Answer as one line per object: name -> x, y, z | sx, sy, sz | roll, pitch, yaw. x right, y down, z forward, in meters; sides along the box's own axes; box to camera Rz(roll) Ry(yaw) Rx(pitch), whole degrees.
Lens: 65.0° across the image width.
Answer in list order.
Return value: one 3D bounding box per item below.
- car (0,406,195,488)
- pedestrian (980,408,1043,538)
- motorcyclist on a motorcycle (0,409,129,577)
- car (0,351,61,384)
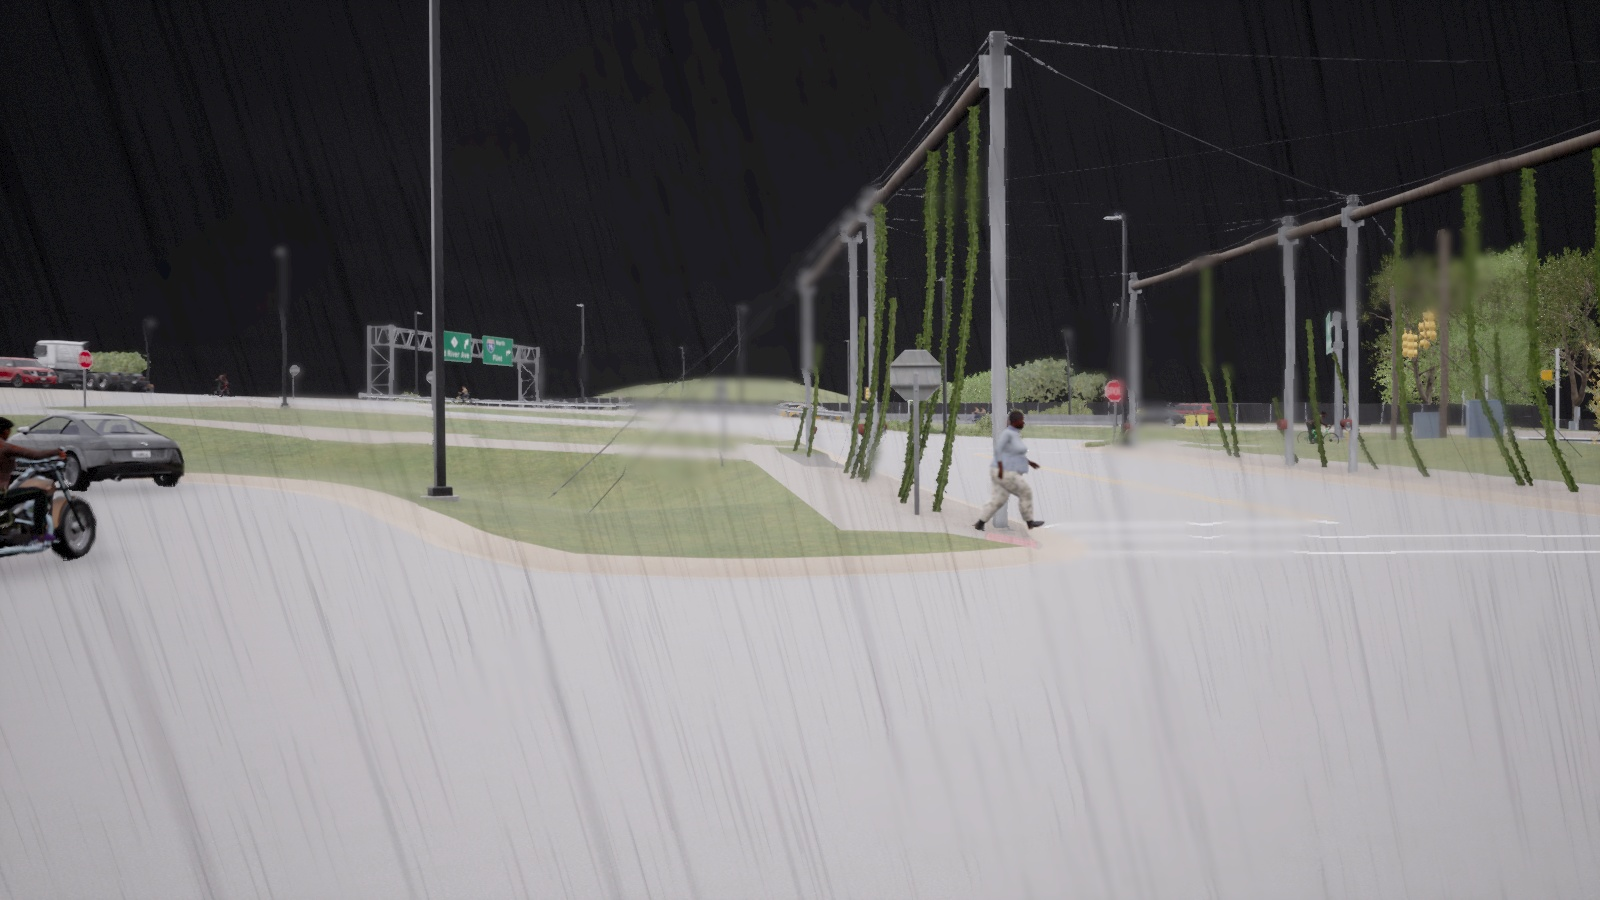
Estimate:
car -> -13.591, -0.106, 23.715 | 4.181, 1.385, 1.994 | 2, 2, 32
pedestrian -> 3.118, 0.319, 18.470 | 0.900, 1.855, 0.874 | 0, 1, 11
motorcyclist on a motorcycle -> -8.174, 0.393, 13.187 | 0.766, 1.649, 2.350 | 0, 2, 6
car -> -52.035, -5.550, 83.937 | 5.566, 2.045, 2.150 | 4, 2, 31
